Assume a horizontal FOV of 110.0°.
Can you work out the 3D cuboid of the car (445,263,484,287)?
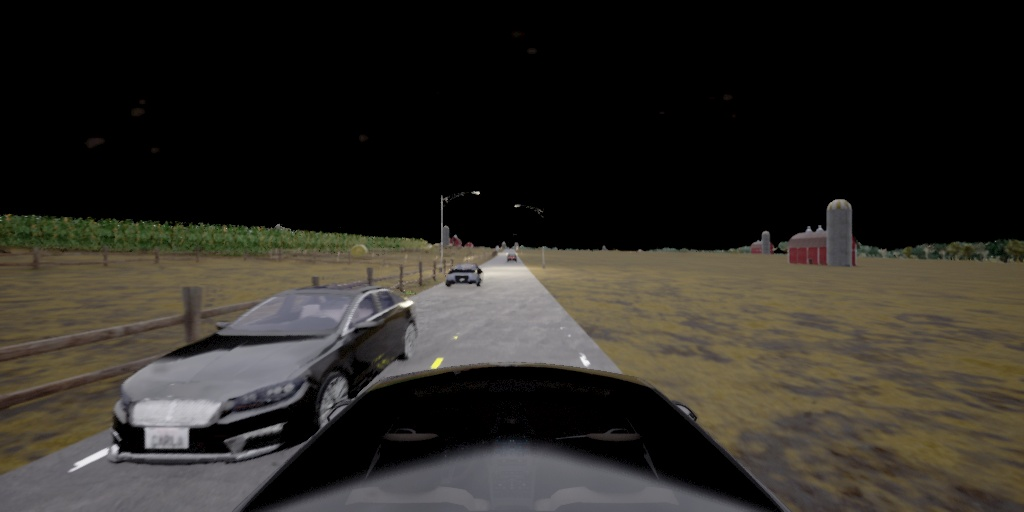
[{"bbox_3d":[-2.810,1.116,22.124,1.994,1.385,4.181,0,1,0],"label":"car"}]

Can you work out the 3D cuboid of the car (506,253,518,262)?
[{"bbox_3d":[-0.005,0.370,65.233,1.837,1.490,4.892,0,1,0],"label":"car"}]

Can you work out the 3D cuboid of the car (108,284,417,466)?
[{"bbox_3d":[-2.829,1.224,5.399,2.128,1.511,4.902,0,0,0],"label":"car"}]
